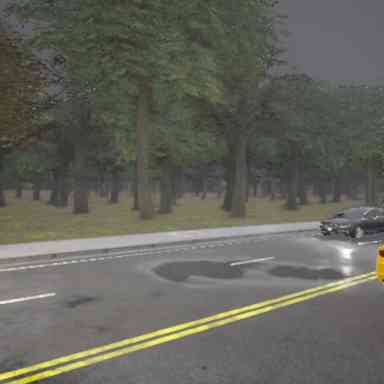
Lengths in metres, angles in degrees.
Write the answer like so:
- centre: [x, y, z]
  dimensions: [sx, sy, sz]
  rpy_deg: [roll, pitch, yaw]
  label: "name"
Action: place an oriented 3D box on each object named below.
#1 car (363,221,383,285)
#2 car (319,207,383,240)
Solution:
- centre: [6.420, 1.513, 7.970]
  dimensions: [5.008, 1.535, 1.882]
  rpy_deg: [0, 0, -35]
  label: "car"
- centre: [8.786, 1.575, 17.535]
  dimensions: [4.892, 1.490, 1.837]
  rpy_deg: [0, 0, -32]
  label: "car"
